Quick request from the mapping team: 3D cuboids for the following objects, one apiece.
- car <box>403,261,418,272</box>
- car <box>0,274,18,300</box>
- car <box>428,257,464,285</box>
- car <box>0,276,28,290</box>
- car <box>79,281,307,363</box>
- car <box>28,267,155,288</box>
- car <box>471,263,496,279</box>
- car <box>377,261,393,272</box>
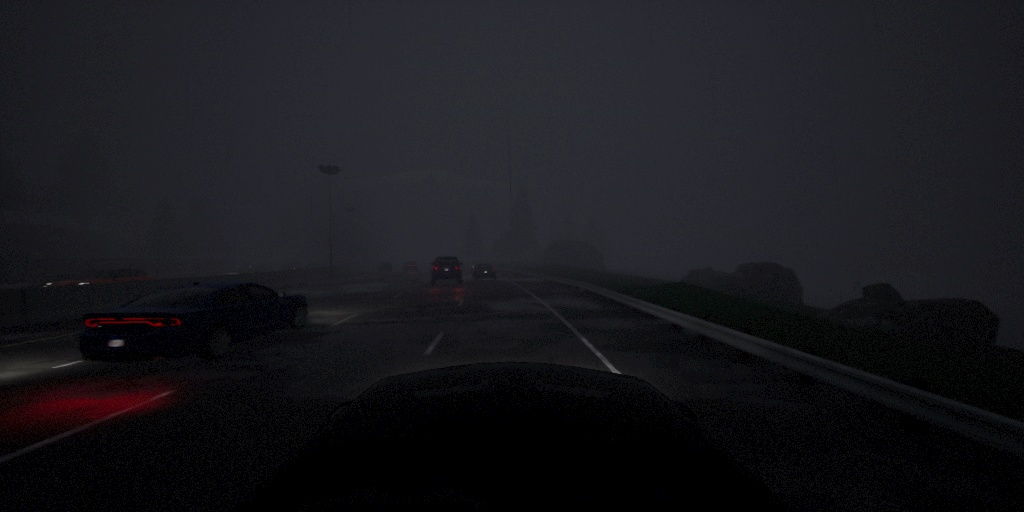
[{"bbox_3d":[-15.011,1.508,52.898,1.837,1.490,4.892,1,-1,-20],"label":"car"},{"bbox_3d":[-29.022,1.737,18.188,1.812,1.442,4.674,-1,0,-7],"label":"car"},{"bbox_3d":[-5.065,1.060,27.734,2.150,2.045,5.566,0,0,-11],"label":"car"},{"bbox_3d":[-25.725,1.708,20.343,2.033,1.411,5.357,-1,0,-7],"label":"car"},{"bbox_3d":[-6.897,1.338,8.608,1.882,1.535,5.008,0,0,-3],"label":"car"},{"bbox_3d":[-22.145,1.454,19.443,2.097,1.767,4.553,-1,0,-7],"label":"car"},{"bbox_3d":[-2.689,1.367,33.082,1.994,1.385,4.181,-1,0,-12],"label":"car"},{"bbox_3d":[-19.233,1.575,54.382,1.837,1.490,4.892,1,-1,-21],"label":"car"}]
